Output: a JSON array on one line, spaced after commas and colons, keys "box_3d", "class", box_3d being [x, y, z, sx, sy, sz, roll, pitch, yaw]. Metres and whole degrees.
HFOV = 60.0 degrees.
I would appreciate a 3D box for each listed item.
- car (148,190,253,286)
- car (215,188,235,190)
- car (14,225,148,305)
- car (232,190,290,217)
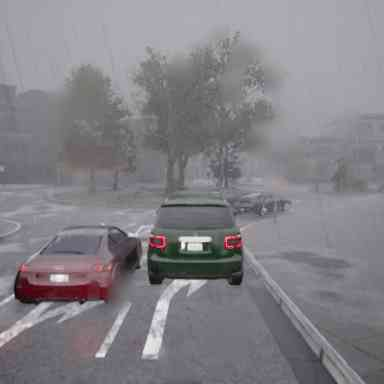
[{"box_3d": [0.122, 1.112, 9.337, 2.150, 2.045, 5.566, 0, 2, 1], "class": "car"}, {"box_3d": [2.788, 0.506, 24.941, 4.892, 1.490, 1.837, -2, 4, -42], "class": "car"}, {"box_3d": [-2.409, 1.488, 8.038, 1.994, 1.385, 4.181, 0, 1, 0], "class": "car"}, {"box_3d": [4.893, 0.703, 22.684, 4.892, 1.490, 1.837, -6, 7, -45], "class": "car"}]
